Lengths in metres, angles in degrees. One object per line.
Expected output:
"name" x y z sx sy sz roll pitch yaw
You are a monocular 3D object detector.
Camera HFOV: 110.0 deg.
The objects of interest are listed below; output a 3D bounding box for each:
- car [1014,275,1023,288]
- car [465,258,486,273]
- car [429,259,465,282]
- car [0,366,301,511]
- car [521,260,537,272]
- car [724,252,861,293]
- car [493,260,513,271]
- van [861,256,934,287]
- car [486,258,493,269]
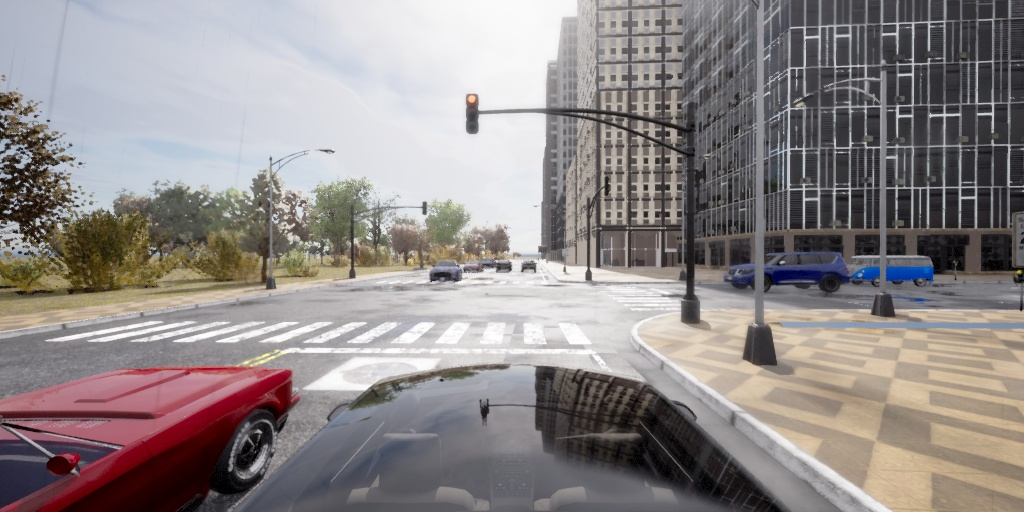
"car" 28.549 0.962 17.953 4.902 1.511 2.128 -1 0 4
"car" -4.694 1.271 43.621 1.812 1.442 4.674 0 0 4
"car" -5.178 1.093 28.270 2.097 1.767 4.553 0 0 -3
"car" -3.117 1.351 1.574 1.895 1.301 4.718 0 0 0
"car" 2.210 1.253 46.745 1.837 1.490 4.892 0 0 3
"car" 14.382 0.810 18.926 5.566 2.045 2.150 0 0 4
"car" -0.980 1.225 47.828 1.882 1.535 5.008 0 0 3
"van" 22.094 0.856 21.120 3.998 1.789 1.690 0 0 4
"car" -3.840 1.106 57.467 2.097 1.767 4.553 0 0 4
